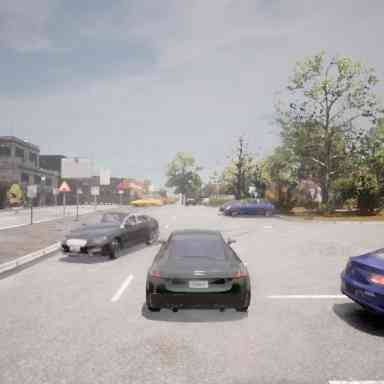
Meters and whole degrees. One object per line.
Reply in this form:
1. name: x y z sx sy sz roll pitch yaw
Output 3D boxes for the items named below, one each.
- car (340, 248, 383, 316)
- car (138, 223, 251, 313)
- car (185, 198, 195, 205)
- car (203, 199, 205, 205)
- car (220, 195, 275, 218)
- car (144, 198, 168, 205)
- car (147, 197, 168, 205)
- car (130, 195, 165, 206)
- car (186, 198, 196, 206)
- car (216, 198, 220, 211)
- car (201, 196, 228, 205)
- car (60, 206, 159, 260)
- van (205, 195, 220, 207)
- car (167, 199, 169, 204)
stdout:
1. car: 5.084 1.525 5.831 4.674 1.452 2.002 0 0 0
2. car: 0.109 1.571 7.779 1.994 1.385 4.181 0 0 0
3. car: -0.369 2.202 74.544 1.882 1.535 5.008 0 -2 2
4. car: 5.070 1.721 56.926 5.366 1.575 1.946 0 -1 0
5. car: 5.125 1.382 30.167 4.553 1.767 2.185 0 0 0
6. car: -7.508 2.047 69.732 5.008 1.535 2.097 0 -2 -1
7. car: -7.521 2.016 72.771 4.553 1.767 2.185 0 -2 -1
8. car: -7.550 1.677 54.673 5.366 1.575 1.946 0 -1 0
9. car: -0.176 1.946 64.671 1.812 1.442 4.674 0 -1 -1
10. car: 5.053 1.552 33.337 4.674 1.452 2.002 0 0 0
11. car: 4.715 1.831 70.765 5.566 2.045 2.435 0 -2 -1
12. car: -2.895 1.505 12.664 2.128 1.511 4.902 -1 0 18
13. van: 4.791 1.448 54.134 4.442 1.987 1.878 0 -1 0
14. car: -7.446 1.706 66.824 5.566 2.045 2.435 0 -2 -1
